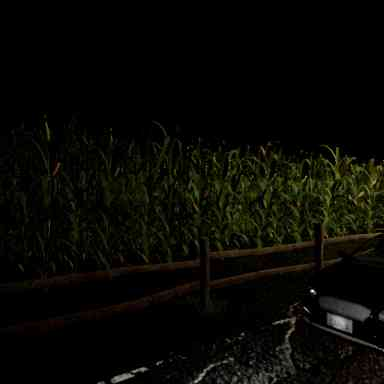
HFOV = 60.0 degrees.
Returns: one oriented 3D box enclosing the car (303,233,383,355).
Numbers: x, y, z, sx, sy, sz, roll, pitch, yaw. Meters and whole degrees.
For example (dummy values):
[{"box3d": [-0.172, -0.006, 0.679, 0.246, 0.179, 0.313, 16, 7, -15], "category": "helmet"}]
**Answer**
[{"box3d": [3.974, 1.491, 5.885, 4.902, 1.511, 2.128, 0, 0, -35], "category": "car"}]
